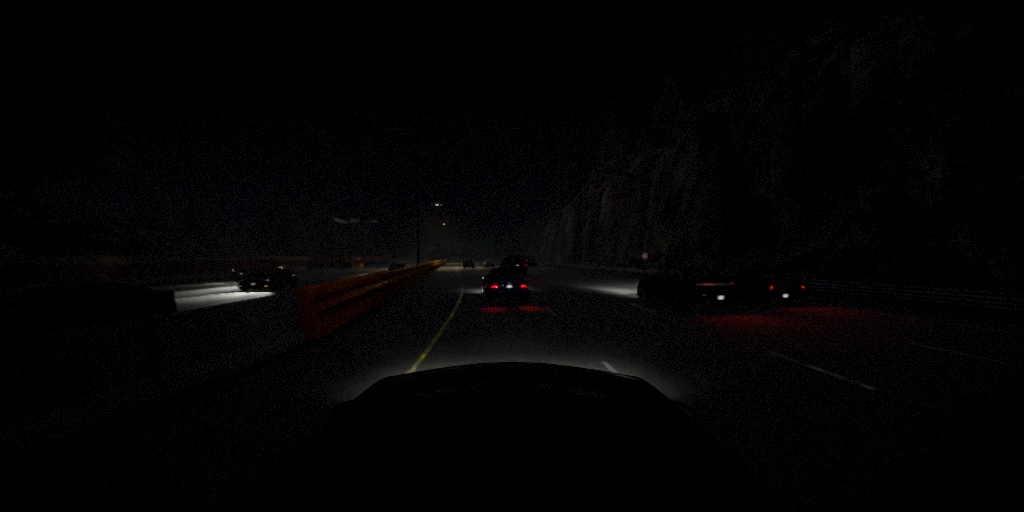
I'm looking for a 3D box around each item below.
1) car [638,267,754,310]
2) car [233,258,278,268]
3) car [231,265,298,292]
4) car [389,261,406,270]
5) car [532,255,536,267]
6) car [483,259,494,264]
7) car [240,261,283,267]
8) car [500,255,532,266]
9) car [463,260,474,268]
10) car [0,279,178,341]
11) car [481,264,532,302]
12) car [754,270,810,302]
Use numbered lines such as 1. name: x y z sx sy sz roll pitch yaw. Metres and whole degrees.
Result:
1. car: 6.730 1.163 14.310 2.128 1.511 4.902 0 0 -5
2. car: -24.645 1.259 34.812 2.150 2.045 5.566 -1 0 -9
3. car: -15.774 1.496 23.429 1.994 1.385 4.181 -1 0 -8
4. car: -16.892 1.435 53.124 2.128 1.511 4.902 -1 0 -8
5. car: 2.843 0.936 63.857 2.150 2.045 5.566 -1 0 -8
6. car: -4.206 1.323 63.877 1.812 1.442 4.674 -1 0 -9
7. car: -20.454 1.477 30.744 2.128 1.511 4.902 -1 0 -9
8. car: 0.108 0.969 36.365 2.150 2.045 5.566 -1 0 -10
9. car: -7.717 1.363 63.662 1.812 1.442 4.674 -1 0 -9
10. car: -10.785 1.352 8.493 1.882 1.535 5.008 0 0 -3
11. car: -0.408 1.302 17.174 2.033 1.411 5.357 -1 0 -7
12. car: 10.236 1.232 15.895 1.895 1.301 4.718 -1 0 -5
